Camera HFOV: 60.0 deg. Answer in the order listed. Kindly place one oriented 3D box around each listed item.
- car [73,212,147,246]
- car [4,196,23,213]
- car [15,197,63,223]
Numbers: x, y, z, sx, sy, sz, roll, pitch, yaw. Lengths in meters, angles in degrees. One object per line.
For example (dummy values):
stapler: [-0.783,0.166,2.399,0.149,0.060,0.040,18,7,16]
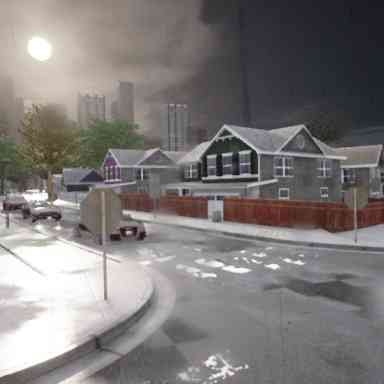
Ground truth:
car: [-3.775,1.445,14.911,1.994,1.385,4.181,-2,2,-39]
car: [-17.483,1.131,33.073,1.882,1.535,5.008,-2,1,-34]
car: [-10.992,1.315,24.017,2.033,1.411,5.357,-2,2,-37]
